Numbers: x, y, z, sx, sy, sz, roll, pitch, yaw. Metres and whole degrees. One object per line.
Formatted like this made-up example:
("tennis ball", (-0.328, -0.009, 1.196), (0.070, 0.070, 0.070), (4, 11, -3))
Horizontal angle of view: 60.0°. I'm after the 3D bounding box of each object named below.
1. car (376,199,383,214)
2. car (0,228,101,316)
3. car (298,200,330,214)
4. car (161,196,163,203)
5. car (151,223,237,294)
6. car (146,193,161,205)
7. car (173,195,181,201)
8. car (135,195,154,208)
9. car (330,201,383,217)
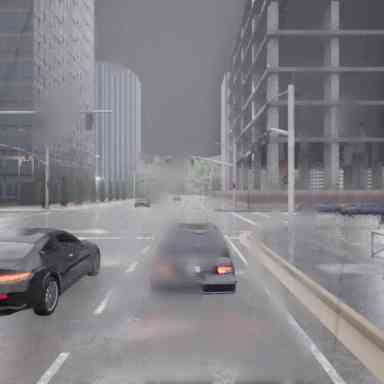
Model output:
("car", (21.714, 1.436, 33.748), (4.902, 1.511, 2.128), (0, 0, 0))
("car", (-3.457, 1.526, 7.382), (1.812, 1.442, 4.674), (0, 0, 0))
("car", (12.964, 1.509, 33.698), (4.181, 1.385, 1.994), (0, 0, 0))
("car", (-7.170, 1.352, 68.298), (2.097, 1.767, 4.553), (0, 0, 0))
("car", (0.050, 1.547, 8.900), (2.033, 1.411, 5.357), (0, 0, 0))
("car", (-7.215, 1.221, 58.476), (2.150, 2.045, 5.566), (0, 0, 0))
("car", (-3.691, 1.540, 80.914), (2.033, 1.411, 5.357), (0, 0, 0))
("car", (-7.212, 1.564, 49.157), (1.994, 1.385, 4.181), (0, 0, 0))
("car", (15.833, 1.492, 30.215), (5.357, 1.411, 2.033), (0, 0, 0))
